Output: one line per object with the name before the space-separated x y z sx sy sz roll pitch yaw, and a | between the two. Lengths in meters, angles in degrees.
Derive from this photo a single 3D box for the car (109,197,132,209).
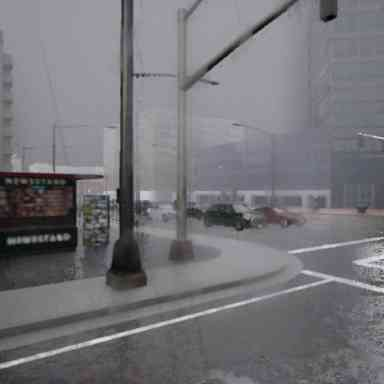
car | -13.424 2.015 62.548 2.150 2.045 5.566 0 -1 -36

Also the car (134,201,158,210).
car | -7.555 2.173 54.454 1.812 1.442 4.674 0 -1 -36

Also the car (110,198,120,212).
car | -11.632 2.082 47.906 1.837 1.490 4.892 0 -1 -35

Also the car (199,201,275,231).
car | 2.823 1.513 21.933 2.097 1.767 4.553 0 -1 -36

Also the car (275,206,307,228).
car | 5.861 1.699 23.705 1.812 1.442 4.674 0 -1 -36

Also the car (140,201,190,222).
car | -2.437 1.792 29.170 1.812 1.442 4.674 0 -1 -36

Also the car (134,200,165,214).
car | -5.551 1.931 39.448 1.837 1.490 4.892 0 -1 -36

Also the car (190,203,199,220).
car | 0.423 1.771 31.211 2.128 1.511 4.902 0 -1 -36

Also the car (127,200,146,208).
car | -10.855 2.338 64.965 1.812 1.442 4.674 0 -1 -36
